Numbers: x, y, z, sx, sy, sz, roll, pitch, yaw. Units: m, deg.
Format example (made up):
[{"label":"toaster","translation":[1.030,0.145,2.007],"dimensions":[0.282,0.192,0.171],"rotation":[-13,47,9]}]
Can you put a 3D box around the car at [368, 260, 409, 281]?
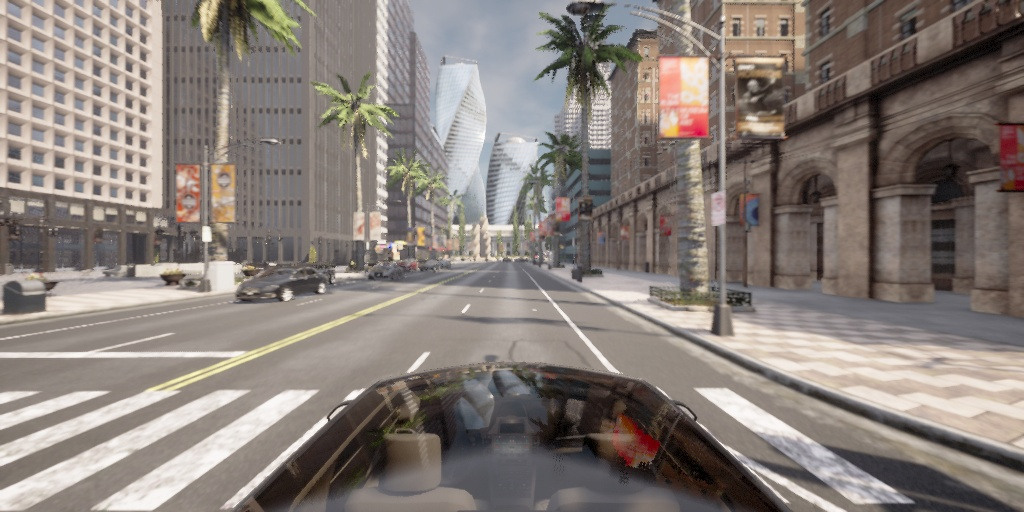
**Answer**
[{"label":"car","translation":[-10.485,1.317,30.153],"dimensions":[1.994,1.385,4.181],"rotation":[0,0,0]}]

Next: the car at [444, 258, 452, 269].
[{"label":"car","translation":[-10.601,1.321,55.370],"dimensions":[1.994,1.385,4.181],"rotation":[0,0,-1]}]

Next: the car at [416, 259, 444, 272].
[{"label":"car","translation":[-10.521,1.262,46.186],"dimensions":[1.837,1.490,4.892],"rotation":[0,0,0]}]

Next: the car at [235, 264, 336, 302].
[{"label":"car","translation":[-10.586,1.256,16.922],"dimensions":[1.837,1.490,4.892],"rotation":[0,0,0]}]
